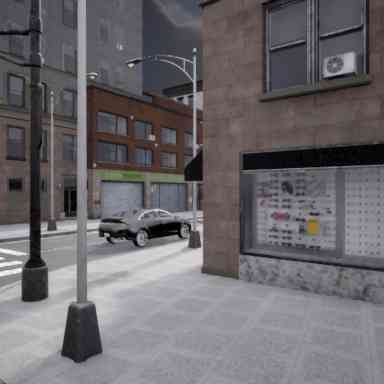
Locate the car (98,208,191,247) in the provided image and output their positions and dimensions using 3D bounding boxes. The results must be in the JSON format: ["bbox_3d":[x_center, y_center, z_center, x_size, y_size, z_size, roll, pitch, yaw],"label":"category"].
[{"bbox_3d":[-1.920,1.459,14.979,2.128,1.511,4.902,0,0,35],"label":"car"}]
